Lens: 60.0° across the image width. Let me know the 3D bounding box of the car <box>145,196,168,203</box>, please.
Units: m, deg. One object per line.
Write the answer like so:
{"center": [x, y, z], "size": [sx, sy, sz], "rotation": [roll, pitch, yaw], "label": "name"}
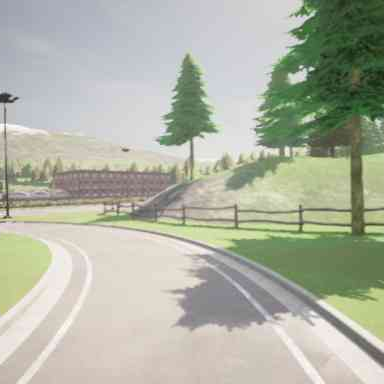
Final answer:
{"center": [-8.125, 1.614, 72.853], "size": [1.837, 1.490, 4.892], "rotation": [-1, 0, 41], "label": "car"}
